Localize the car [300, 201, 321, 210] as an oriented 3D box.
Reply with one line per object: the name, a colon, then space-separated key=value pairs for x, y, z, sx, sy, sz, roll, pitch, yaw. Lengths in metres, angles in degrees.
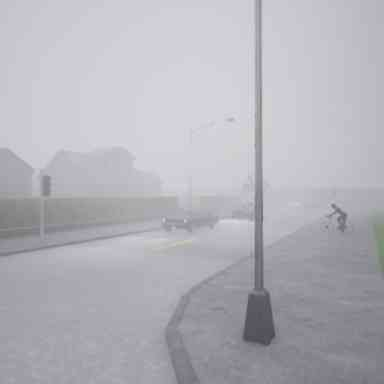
car: x=17.649 y=1.928 z=49.716 sx=1.895 sy=1.301 sz=4.718 roll=0 pitch=0 yaw=4

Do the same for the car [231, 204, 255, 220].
car: x=5.130 y=1.774 z=30.870 sx=1.994 sy=1.385 sz=4.181 roll=0 pitch=0 yaw=28

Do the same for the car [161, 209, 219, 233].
car: x=-0.024 y=1.749 z=21.114 sx=1.895 sy=1.301 sz=4.718 roll=0 pitch=0 yaw=28

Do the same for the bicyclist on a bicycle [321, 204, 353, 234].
bicyclist on a bicycle: x=7.863 y=1.467 z=18.077 sx=1.656 sy=1.620 sz=0.582 roll=-1 pitch=-1 yaw=28
